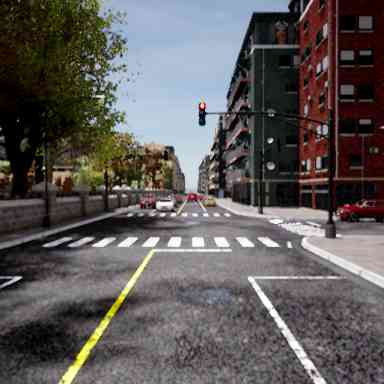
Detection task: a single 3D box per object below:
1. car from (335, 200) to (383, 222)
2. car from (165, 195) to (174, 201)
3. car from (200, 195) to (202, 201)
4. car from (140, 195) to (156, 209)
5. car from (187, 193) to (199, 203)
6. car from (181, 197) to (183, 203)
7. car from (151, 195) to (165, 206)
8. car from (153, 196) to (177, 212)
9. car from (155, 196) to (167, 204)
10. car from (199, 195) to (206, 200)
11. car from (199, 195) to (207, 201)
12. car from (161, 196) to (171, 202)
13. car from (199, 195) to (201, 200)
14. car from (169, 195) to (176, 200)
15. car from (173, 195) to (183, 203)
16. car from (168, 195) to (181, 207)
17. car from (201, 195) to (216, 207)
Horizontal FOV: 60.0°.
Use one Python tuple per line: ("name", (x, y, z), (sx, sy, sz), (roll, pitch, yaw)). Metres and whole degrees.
("car", (14.652, 1.550, 27.563), (5.009, 1.841, 2.192), (1, -1, 0))
("car", (-5.585, 1.502, 82.909), (1.802, 1.307, 4.206), (0, 0, 0))
("car", (2.759, 1.481, 55.222), (1.887, 1.381, 4.507), (0, 0, 0))
("car", (-5.636, 1.259, 44.162), (2.192, 1.841, 5.009), (0, 0, 0))
("car", (0.092, 1.149, 69.501), (2.150, 2.045, 5.566), (0, 0, 0))
("car", (-2.994, 1.412, 57.788), (1.882, 1.535, 5.008), (0, 0, 1))
("car", (-5.621, 1.376, 55.232), (1.967, 1.590, 4.097), (0, 0, 0))
("car", (-3.018, 1.476, 38.261), (1.812, 1.442, 4.674), (0, 0, 0))
("car", (-5.614, 1.477, 60.768), (1.887, 1.381, 4.507), (0, 0, 0))
("car", (2.802, 1.463, 88.433), (1.887, 1.381, 4.507), (0, 0, 0))
("car", (2.795, 1.465, 82.898), (1.887, 1.381, 4.507), (0, 0, 0))
("car", (-5.599, 1.508, 71.838), (1.802, 1.307, 4.206), (0, 0, 0))
("car", (2.767, 1.483, 60.758), (2.008, 1.369, 4.403), (0, 0, 0))
("car", (-5.571, 1.442, 93.809), (1.752, 1.417, 4.829), (0, 0, 0))
("car", (-2.910, 1.454, 67.913), (1.812, 1.442, 4.674), (0, 0, 0))
("car", (-3.031, 1.489, 47.896), (2.033, 1.411, 5.357), (0, 0, 0))
("car", (2.752, 1.465, 49.857), (1.752, 1.417, 4.829), (0, 0, 0))
